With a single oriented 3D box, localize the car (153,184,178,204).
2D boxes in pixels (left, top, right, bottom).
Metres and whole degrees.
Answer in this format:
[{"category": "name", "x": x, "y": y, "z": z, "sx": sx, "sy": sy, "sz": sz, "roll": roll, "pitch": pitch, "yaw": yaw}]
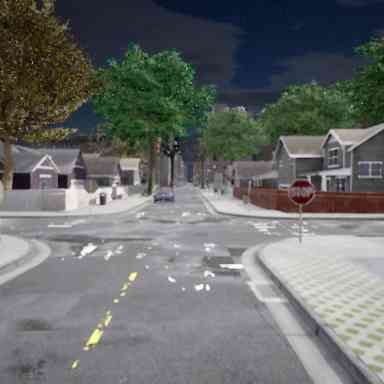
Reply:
[{"category": "car", "x": -2.878, "y": 0.219, "z": 35.400, "sx": 2.097, "sy": 1.767, "sz": 4.553, "roll": 0, "pitch": 1, "yaw": 0}]
